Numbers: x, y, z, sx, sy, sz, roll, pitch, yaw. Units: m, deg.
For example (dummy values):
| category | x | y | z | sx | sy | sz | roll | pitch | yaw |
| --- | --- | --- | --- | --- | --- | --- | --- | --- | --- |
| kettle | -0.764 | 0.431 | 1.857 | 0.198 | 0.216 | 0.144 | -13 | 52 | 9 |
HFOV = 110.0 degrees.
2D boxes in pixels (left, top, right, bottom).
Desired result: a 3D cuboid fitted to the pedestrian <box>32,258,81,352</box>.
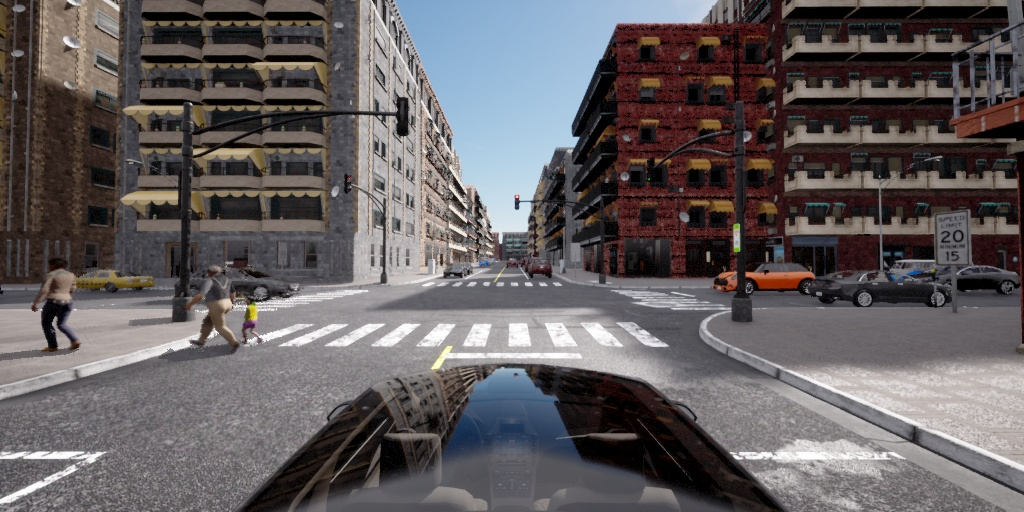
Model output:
| category | x | y | z | sx | sy | sz | roll | pitch | yaw |
| --- | --- | --- | --- | --- | --- | --- | --- | --- | --- |
| pedestrian | -8.682 | 0.893 | 6.847 | 0.375 | 1.860 | 0.375 | 1 | -1 | 0 |

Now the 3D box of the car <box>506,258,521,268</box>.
| category | x | y | z | sx | sy | sz | roll | pitch | yaw |
| --- | --- | --- | --- | --- | --- | --- | --- | --- | --- |
| car | 0.070 | 1.174 | 63.365 | 2.097 | 1.767 | 4.553 | 0 | 0 | 0 |

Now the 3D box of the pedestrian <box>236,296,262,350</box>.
| category | x | y | z | sx | sy | sz | roll | pitch | yaw |
| --- | --- | --- | --- | --- | --- | --- | --- | --- | --- |
| pedestrian | -5.812 | 1.427 | 8.042 | 0.500 | 1.100 | 0.500 | 1 | -1 | 0 |

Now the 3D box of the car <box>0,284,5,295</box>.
| category | x | y | z | sx | sy | sz | roll | pitch | yaw |
| --- | --- | --- | --- | --- | --- | --- | --- | --- | --- |
| car | -26.589 | 1.353 | 16.121 | 5.357 | 1.411 | 2.033 | 0 | -1 | 0 |

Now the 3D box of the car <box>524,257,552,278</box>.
| category | x | y | z | sx | sy | sz | roll | pitch | yaw |
| --- | --- | --- | --- | --- | --- | --- | --- | --- | --- |
| car | 2.603 | 1.077 | 33.806 | 2.192 | 1.841 | 5.009 | 0 | 0 | 0 |

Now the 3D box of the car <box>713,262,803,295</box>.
| category | x | y | z | sx | sy | sz | roll | pitch | yaw |
| --- | --- | --- | --- | --- | --- | --- | --- | --- | --- |
| car | 13.223 | 1.103 | 18.964 | 4.553 | 1.767 | 2.097 | 0 | -1 | 1 |

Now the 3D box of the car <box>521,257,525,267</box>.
| category | x | y | z | sx | sy | sz | roll | pitch | yaw |
| --- | --- | --- | --- | --- | --- | --- | --- | --- | --- |
| car | 2.615 | 1.086 | 44.930 | 2.192 | 1.841 | 5.009 | 0 | 0 | 0 |

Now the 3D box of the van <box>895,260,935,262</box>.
| category | x | y | z | sx | sy | sz | roll | pitch | yaw |
| --- | --- | --- | --- | --- | --- | --- | --- | --- | --- |
| van | 24.925 | 1.115 | 21.340 | 3.998 | 1.789 | 1.690 | 0 | 0 | 0 |

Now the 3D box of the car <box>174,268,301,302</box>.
| category | x | y | z | sx | sy | sz | roll | pitch | yaw |
| --- | --- | --- | --- | --- | --- | --- | --- | --- | --- |
| car | -12.287 | 1.269 | 16.249 | 4.892 | 1.490 | 1.837 | 0 | -1 | -2 |

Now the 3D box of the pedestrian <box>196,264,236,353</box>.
| category | x | y | z | sx | sy | sz | roll | pitch | yaw |
| --- | --- | --- | --- | --- | --- | --- | --- | --- | --- |
| pedestrian | -6.122 | 1.046 | 7.441 | 0.375 | 1.860 | 0.375 | 1 | -1 | 0 |

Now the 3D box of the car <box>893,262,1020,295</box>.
| category | x | y | z | sx | sy | sz | roll | pitch | yaw |
| --- | --- | --- | --- | --- | --- | --- | --- | --- | --- |
| car | 23.476 | 1.217 | 18.893 | 4.902 | 1.511 | 2.128 | 0 | -1 | 0 |

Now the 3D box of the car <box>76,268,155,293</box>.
| category | x | y | z | sx | sy | sz | roll | pitch | yaw |
| --- | --- | --- | --- | --- | --- | --- | --- | --- | --- |
| car | -24.421 | 1.436 | 21.515 | 4.829 | 1.417 | 1.751 | 0 | 0 | 0 |

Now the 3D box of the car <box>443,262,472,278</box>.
| category | x | y | z | sx | sy | sz | roll | pitch | yaw |
| --- | --- | --- | --- | --- | --- | --- | --- | --- | --- |
| car | -5.278 | 1.328 | 33.770 | 1.948 | 1.339 | 4.313 | 0 | 0 | 0 |

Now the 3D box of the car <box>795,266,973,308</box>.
| category | x | y | z | sx | sy | sz | roll | pitch | yaw |
| --- | --- | --- | --- | --- | --- | --- | --- | --- | --- |
| car | 13.758 | 1.185 | 13.501 | 4.403 | 1.370 | 2.007 | 0 | 0 | 0 |
